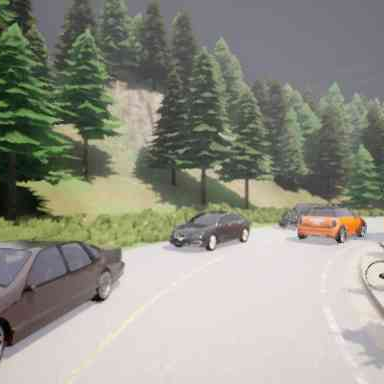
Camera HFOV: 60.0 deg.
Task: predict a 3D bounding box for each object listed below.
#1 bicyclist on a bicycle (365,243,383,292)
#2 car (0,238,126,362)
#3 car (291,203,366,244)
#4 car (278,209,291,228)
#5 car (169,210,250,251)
[{"bbox_3d":[4.578,1.365,7.046,1.656,1.620,0.582,0,0,19],"label":"bicyclist on a bicycle"},{"bbox_3d":[-2.980,1.587,5.911,2.033,1.411,5.357,0,0,13],"label":"car"},{"bbox_3d":[7.257,1.500,17.063,2.097,1.767,4.553,0,-1,43],"label":"car"},{"bbox_3d":[7.812,1.545,22.605,4.553,1.767,2.097,1,-1,-43],"label":"car"},{"bbox_3d":[0.956,1.623,14.960,1.837,1.490,4.892,0,-1,36],"label":"car"}]
